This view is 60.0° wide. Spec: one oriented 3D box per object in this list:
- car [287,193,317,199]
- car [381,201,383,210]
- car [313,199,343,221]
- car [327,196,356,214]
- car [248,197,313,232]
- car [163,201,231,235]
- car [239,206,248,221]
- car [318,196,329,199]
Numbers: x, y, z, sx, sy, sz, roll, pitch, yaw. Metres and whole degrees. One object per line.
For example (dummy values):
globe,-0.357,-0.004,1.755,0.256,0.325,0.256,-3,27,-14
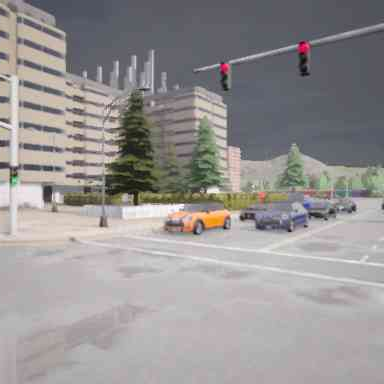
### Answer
car,10.655,1.266,33.897,2.150,2.045,5.566,0,0,34
car,25.909,1.566,43.355,2.128,1.511,4.902,0,0,34
car,10.904,1.587,28.097,2.033,1.411,5.357,0,0,35
car,16.809,1.547,36.647,2.128,1.511,4.902,0,0,35
car,5.528,1.378,20.295,2.097,1.767,4.553,0,0,35
car,0.368,1.369,19.087,2.097,1.767,4.553,0,0,36
car,5.317,1.594,26.151,1.994,1.385,4.181,0,0,35
car,16.478,1.586,42.306,1.812,1.442,4.674,0,0,35
